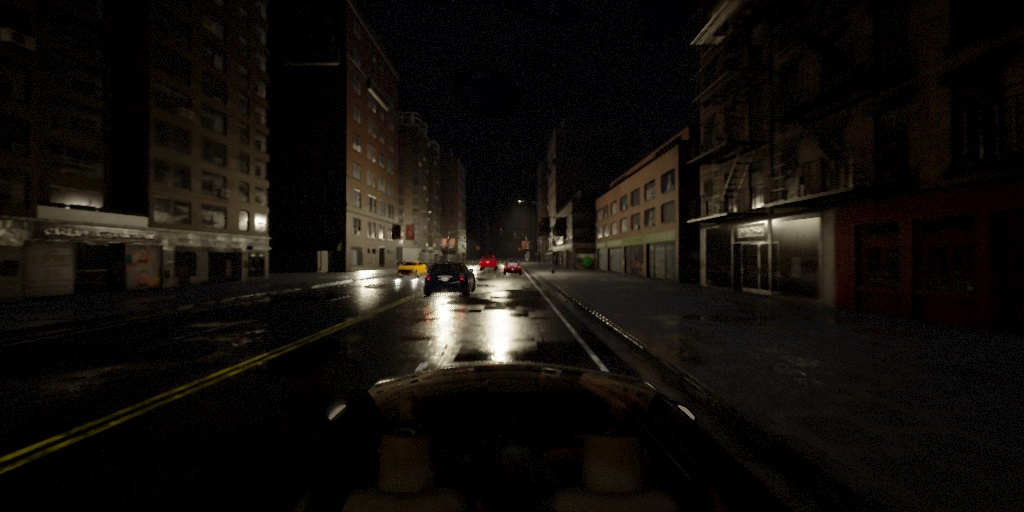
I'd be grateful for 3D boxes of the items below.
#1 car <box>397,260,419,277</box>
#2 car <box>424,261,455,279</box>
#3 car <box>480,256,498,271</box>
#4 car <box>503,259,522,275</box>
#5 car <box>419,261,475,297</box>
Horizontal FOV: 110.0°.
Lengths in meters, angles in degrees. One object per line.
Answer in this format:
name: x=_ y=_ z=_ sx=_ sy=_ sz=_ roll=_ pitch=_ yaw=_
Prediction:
car: x=-9.864 y=1.232 z=35.450 sx=1.882 sy=1.535 sz=5.008 roll=0 pitch=0 yaw=0
car: x=-6.617 y=1.230 z=33.436 sx=1.882 sy=1.535 sz=5.008 roll=0 pitch=0 yaw=0
car: x=-3.182 y=0.971 z=49.587 sx=2.150 sy=2.045 sz=5.566 roll=0 pitch=0 yaw=0
car: x=0.071 y=1.313 z=38.826 sx=1.994 sy=1.385 sz=4.181 roll=0 pitch=0 yaw=0
car: x=-3.161 y=1.104 z=19.017 sx=2.097 sy=1.767 sz=4.553 roll=0 pitch=0 yaw=0
